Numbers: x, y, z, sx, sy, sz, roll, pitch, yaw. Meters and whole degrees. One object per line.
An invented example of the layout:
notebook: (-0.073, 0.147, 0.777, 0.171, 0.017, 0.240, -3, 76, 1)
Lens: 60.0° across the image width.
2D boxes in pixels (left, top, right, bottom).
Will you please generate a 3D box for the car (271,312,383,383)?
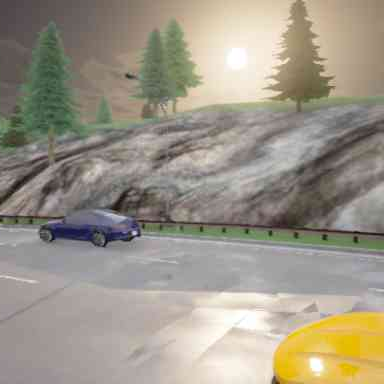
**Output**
car: (2.890, 1.456, 1.751, 5.008, 1.535, 1.882, 0, 0, 36)

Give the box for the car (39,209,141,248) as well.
car: (-4.336, 1.443, 14.105, 4.674, 1.442, 1.812, 0, 0, 26)
